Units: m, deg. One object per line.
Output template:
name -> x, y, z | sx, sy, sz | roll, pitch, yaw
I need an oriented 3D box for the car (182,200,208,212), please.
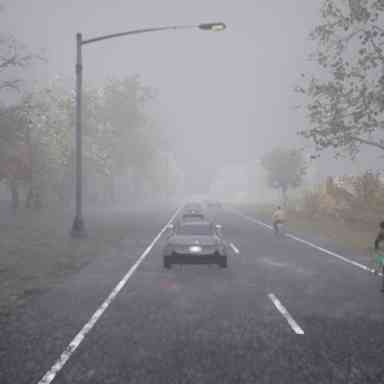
car -> 0.094, 1.686, 29.962 | 2.033, 1.411, 5.357 | 0, 0, 0

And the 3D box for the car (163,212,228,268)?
car -> 0.096, 1.618, 11.545 | 1.994, 1.385, 4.181 | 0, 0, 0

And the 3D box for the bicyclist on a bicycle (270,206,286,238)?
bicyclist on a bicycle -> 4.482, 1.518, 17.141 | 0.866, 1.612, 1.509 | 0, 0, 0

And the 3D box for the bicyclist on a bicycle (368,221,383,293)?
bicyclist on a bicycle -> 4.464, 1.490, 7.563 | 0.582, 1.620, 1.656 | 0, -1, 0

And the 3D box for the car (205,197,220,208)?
car -> 3.592, 1.821, 54.960 | 1.994, 1.385, 4.181 | 0, 0, 0
